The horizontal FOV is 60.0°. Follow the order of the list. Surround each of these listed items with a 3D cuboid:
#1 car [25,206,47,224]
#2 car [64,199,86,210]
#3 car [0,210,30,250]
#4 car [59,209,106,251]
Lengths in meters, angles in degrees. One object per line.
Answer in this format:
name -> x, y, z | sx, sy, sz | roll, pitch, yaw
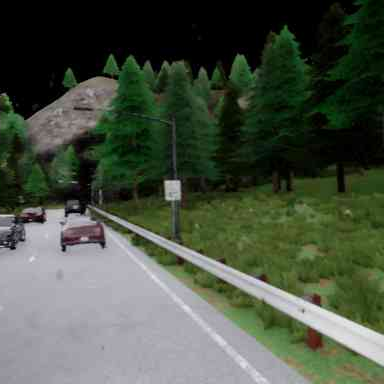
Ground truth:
car -> -14.396, 2.081, 30.296 | 1.882, 1.535, 5.008 | -2, 1, -20
car -> -13.307, 1.810, 37.935 | 2.150, 2.045, 5.566 | -2, 0, -20
car -> -9.199, 1.883, 15.871 | 1.837, 1.490, 4.892 | -2, 0, -20
car -> -5.126, 1.760, 15.543 | 1.812, 1.442, 4.674 | -2, 0, -20
